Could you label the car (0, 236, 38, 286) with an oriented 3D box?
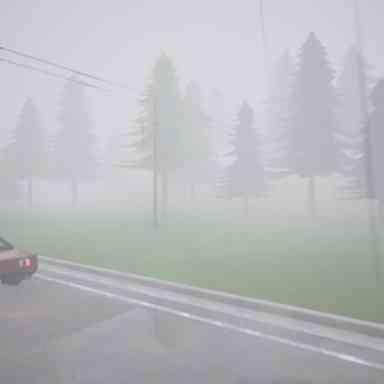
[{"bbox_3d":[-5.909,1.615,8.207,4.718,1.301,1.895,0,0,36],"label":"car"}]
